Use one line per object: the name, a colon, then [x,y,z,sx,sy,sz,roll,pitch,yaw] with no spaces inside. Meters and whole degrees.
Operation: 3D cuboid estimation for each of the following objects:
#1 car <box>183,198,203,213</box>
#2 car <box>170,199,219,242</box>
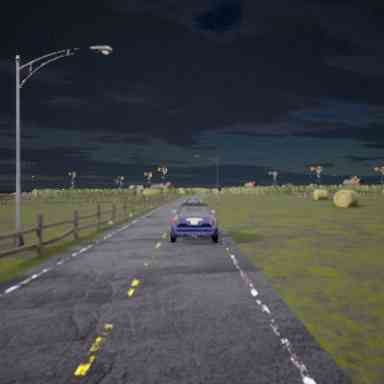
car: [0.104,1.431,35.835,1.994,1.385,4.181,0,0,0]
car: [0.099,1.291,16.083,2.097,1.767,4.553,0,0,0]
